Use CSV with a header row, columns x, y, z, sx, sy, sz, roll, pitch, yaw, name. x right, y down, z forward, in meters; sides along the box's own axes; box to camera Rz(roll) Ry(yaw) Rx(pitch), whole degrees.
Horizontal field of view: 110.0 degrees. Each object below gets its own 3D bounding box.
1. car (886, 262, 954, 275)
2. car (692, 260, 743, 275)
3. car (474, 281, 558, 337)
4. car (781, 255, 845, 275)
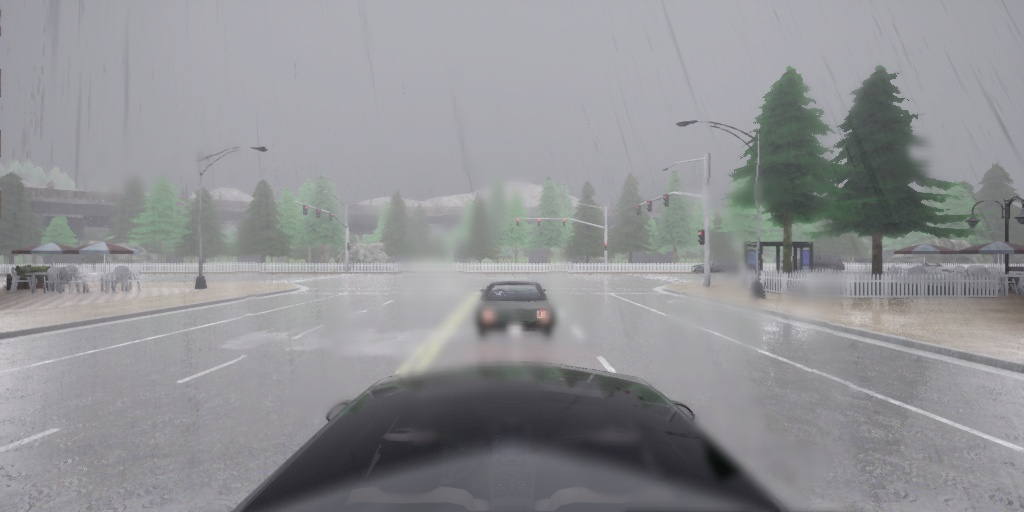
x,y,z,sx,sy,sz,roll,pitch,yaw,name
41.808,1.295,36.746,4.718,1.301,1.895,0,0,10,car
21.489,1.186,37.649,4.902,1.511,2.128,0,0,0,car
0.074,1.351,10.216,1.895,1.301,4.718,0,0,0,car
31.523,0.916,37.585,5.566,2.045,2.150,0,0,1,car
